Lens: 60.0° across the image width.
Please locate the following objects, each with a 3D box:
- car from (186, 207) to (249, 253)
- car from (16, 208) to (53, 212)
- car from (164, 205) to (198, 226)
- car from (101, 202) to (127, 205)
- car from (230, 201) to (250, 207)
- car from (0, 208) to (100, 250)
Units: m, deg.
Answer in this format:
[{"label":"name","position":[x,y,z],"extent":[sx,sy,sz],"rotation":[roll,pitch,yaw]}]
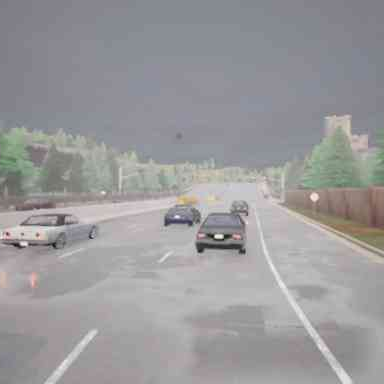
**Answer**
[{"label":"car","position":[1.319,1.553,13.734],"extent":[2.033,1.411,5.357],"rotation":[0,0,9]},{"label":"car","position":[-16.441,1.368,35.088],"extent":[1.882,1.535,5.008],"rotation":[0,0,10]},{"label":"car","position":[-0.586,1.556,23.175],"extent":[1.994,1.385,4.181],"rotation":[0,0,10]},{"label":"car","position":[-8.775,1.539,38.145],"extent":[1.895,1.301,4.718],"rotation":[0,0,10]},{"label":"car","position":[4.830,1.571,33.806],"extent":[2.033,1.411,5.357],"rotation":[0,0,10]},{"label":"car","position":[-5.682,1.563,14.145],"extent":[1.895,1.301,4.718],"rotation":[0,0,9]}]
